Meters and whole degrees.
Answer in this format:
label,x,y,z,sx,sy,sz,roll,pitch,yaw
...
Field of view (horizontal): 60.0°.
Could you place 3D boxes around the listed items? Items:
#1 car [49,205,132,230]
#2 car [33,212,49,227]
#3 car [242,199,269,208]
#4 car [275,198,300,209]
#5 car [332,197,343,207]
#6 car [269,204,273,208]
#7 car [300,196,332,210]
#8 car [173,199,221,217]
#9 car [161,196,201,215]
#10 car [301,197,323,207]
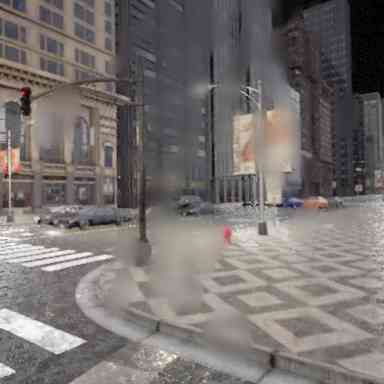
label,x,y,z,sx,sy,sz,roll,pitch,yaw
car,-6.551,1.725,22.829,2.033,1.411,5.357,-1,-1,35
car,-9.215,1.731,24.695,2.128,1.511,4.902,-1,-1,36
car,9.417,1.770,50.683,1.895,1.301,4.718,-1,-1,36
car,13.439,1.525,45.013,1.882,1.535,5.008,-1,-1,36
car,21.979,1.465,51.481,2.128,1.511,4.902,-1,-1,35
car,13.120,1.651,50.252,2.033,1.411,5.357,-1,-1,36
car,16.246,1.337,43.349,2.097,1.767,4.553,-1,-1,36
car,0.845,1.693,33.203,2.033,1.411,5.357,-1,0,35
car,-0.993,1.428,36.229,2.150,2.045,5.566,-1,-1,36
car,19.332,1.527,53.367,2.128,1.511,4.902,-1,-1,35
